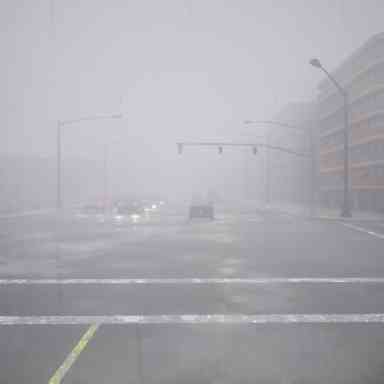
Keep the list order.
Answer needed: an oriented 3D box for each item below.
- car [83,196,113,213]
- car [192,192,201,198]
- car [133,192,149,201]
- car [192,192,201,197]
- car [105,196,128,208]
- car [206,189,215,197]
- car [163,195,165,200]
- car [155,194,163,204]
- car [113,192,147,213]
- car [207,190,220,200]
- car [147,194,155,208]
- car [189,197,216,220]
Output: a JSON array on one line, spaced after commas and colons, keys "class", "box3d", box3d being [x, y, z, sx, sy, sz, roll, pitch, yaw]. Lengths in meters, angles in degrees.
[{"class": "car", "box3d": [-9.818, 1.225, 34.831, 2.097, 1.767, 4.553, 0, 1, 0]}, {"class": "car", "box3d": [0.919, 0.649, 75.735, 2.033, 1.411, 5.357, 0, 1, 0]}, {"class": "car", "box3d": [-9.674, 0.896, 63.169, 2.128, 1.511, 4.902, 0, 1, 1]}, {"class": "car", "box3d": [0.885, 0.959, 65.759, 1.895, 1.301, 4.718, 0, 1, 0]}, {"class": "car", "box3d": [-9.789, 1.314, 43.473, 1.994, 1.385, 4.181, 0, 1, 0]}, {"class": "car", "box3d": [4.421, 0.425, 75.886, 2.150, 2.045, 5.566, 0, 1, 0]}, {"class": "car", "box3d": [-6.180, 1.012, 62.779, 1.895, 1.301, 4.718, 0, 1, 1]}, {"class": "car", "box3d": [-6.253, 1.080, 52.650, 2.128, 1.511, 4.902, 0, 1, 0]}, {"class": "car", "box3d": [-6.320, 1.226, 34.486, 2.097, 1.767, 4.553, 0, 1, 0]}, {"class": "car", "box3d": [4.487, 0.919, 65.903, 1.994, 1.385, 4.181, 0, 1, 0]}, {"class": "car", "box3d": [-6.289, 1.277, 43.369, 1.812, 1.442, 4.674, 0, 1, 0]}, {"class": "car", "box3d": [0.803, 1.422, 27.298, 1.882, 1.535, 5.008, 1, 0, 4]}]
